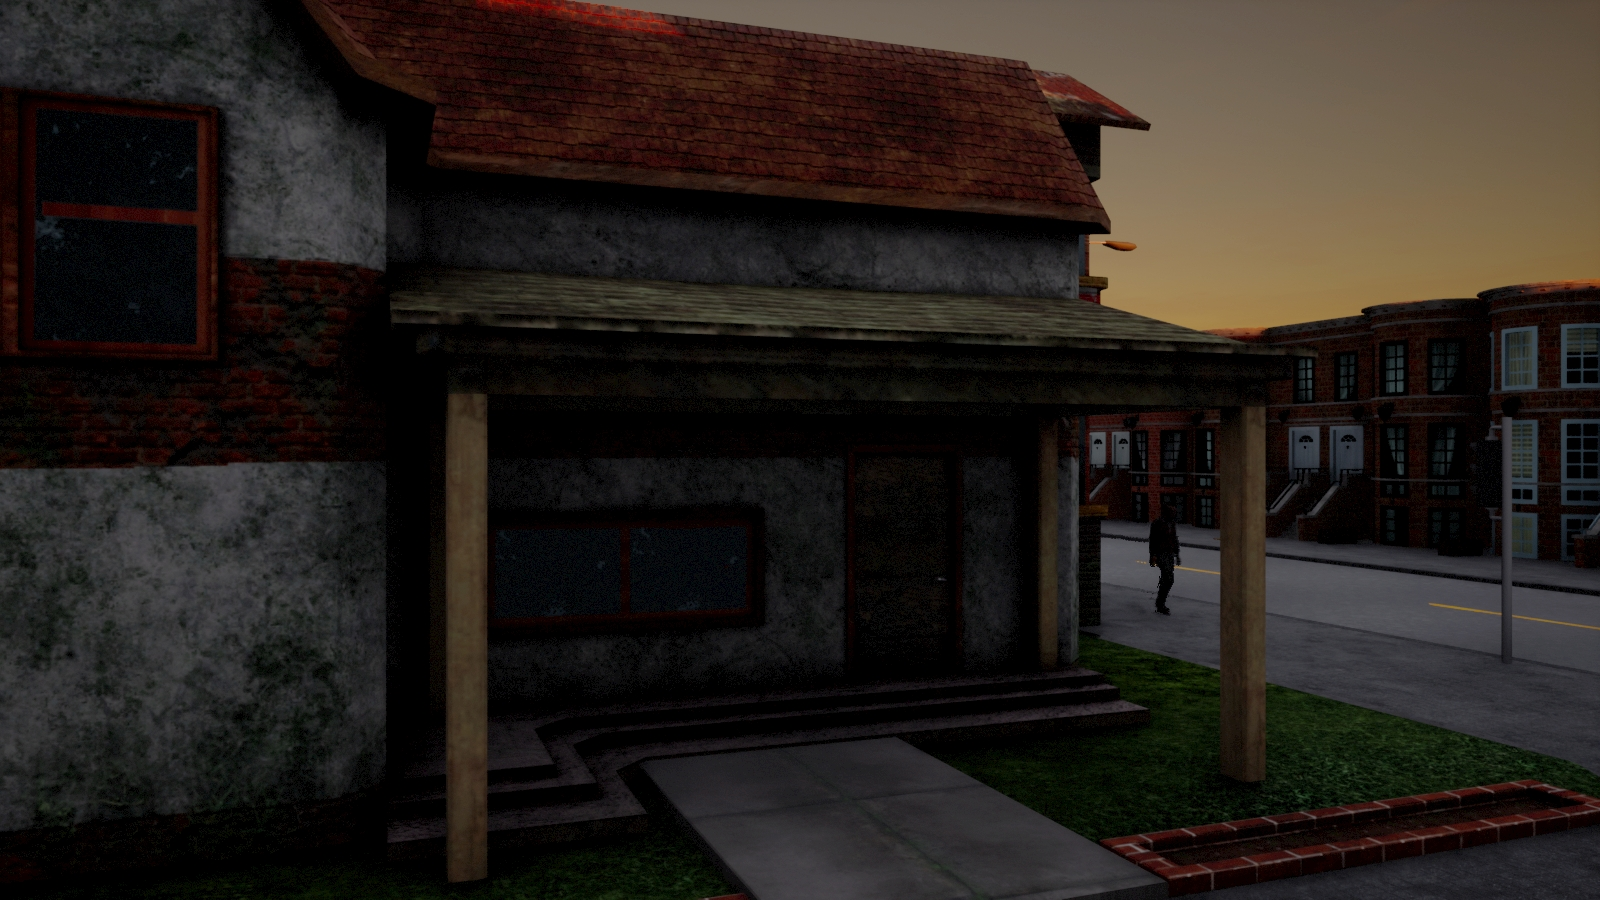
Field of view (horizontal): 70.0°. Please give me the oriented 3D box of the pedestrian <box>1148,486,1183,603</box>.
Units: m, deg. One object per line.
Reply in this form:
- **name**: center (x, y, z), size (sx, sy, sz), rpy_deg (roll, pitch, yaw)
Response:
- **pedestrian**: center (5.929, 1.524, 18.540), size (0.375, 1.860, 0.375), rpy_deg (0, 0, -26)
